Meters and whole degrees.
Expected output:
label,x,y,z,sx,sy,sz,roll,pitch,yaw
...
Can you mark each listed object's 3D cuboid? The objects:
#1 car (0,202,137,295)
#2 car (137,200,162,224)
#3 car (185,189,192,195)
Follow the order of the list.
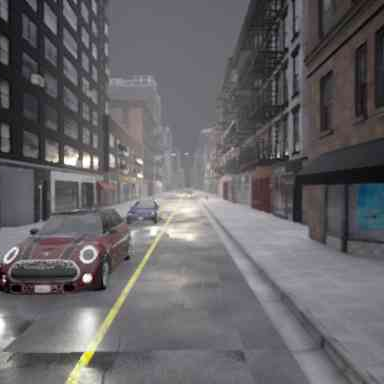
label,x,y,z,sx,sy,sz,roll,pitch,yaw
car,-2.924,1.254,8.677,2.097,1.767,4.553,0,1,-1
car,-3.051,1.249,21.990,1.812,1.442,4.674,0,1,0
car,-0.899,0.225,88.895,1.895,1.301,4.718,0,1,-1
